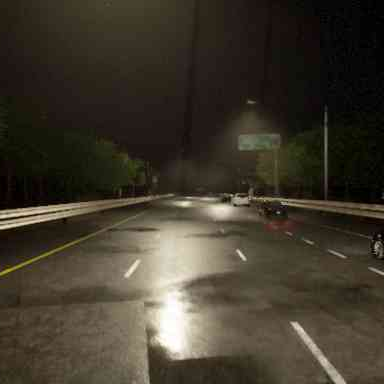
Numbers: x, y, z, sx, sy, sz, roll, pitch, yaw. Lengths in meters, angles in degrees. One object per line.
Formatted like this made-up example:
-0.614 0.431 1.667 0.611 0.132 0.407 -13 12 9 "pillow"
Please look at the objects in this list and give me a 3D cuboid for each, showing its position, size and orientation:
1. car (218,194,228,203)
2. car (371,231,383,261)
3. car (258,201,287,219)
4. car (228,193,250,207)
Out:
7.226 1.310 70.377 2.097 1.767 4.553 0 0 0 "car"
7.005 1.507 9.382 1.837 1.490 4.892 0 0 0 "car"
7.049 1.529 29.357 1.812 1.442 4.674 0 0 0 "car"
7.132 1.217 49.385 2.150 2.045 5.566 0 0 0 "car"
